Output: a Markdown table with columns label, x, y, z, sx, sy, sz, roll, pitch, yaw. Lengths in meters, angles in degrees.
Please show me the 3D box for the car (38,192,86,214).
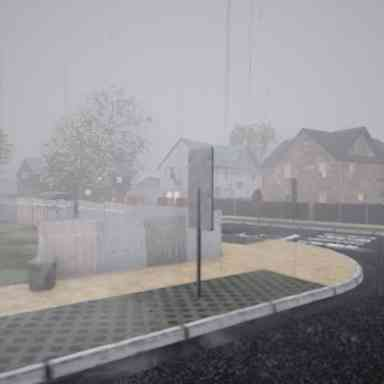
| label | x | y | z | sx | sy | sz | roll | pitch | yaw |
| --- | --- | --- | --- | --- | --- | --- | --- | --- | --- |
| car | -11.508 | 1.057 | 29.297 | 5.566 | 2.045 | 2.150 | 2 | 1 | 39 |
